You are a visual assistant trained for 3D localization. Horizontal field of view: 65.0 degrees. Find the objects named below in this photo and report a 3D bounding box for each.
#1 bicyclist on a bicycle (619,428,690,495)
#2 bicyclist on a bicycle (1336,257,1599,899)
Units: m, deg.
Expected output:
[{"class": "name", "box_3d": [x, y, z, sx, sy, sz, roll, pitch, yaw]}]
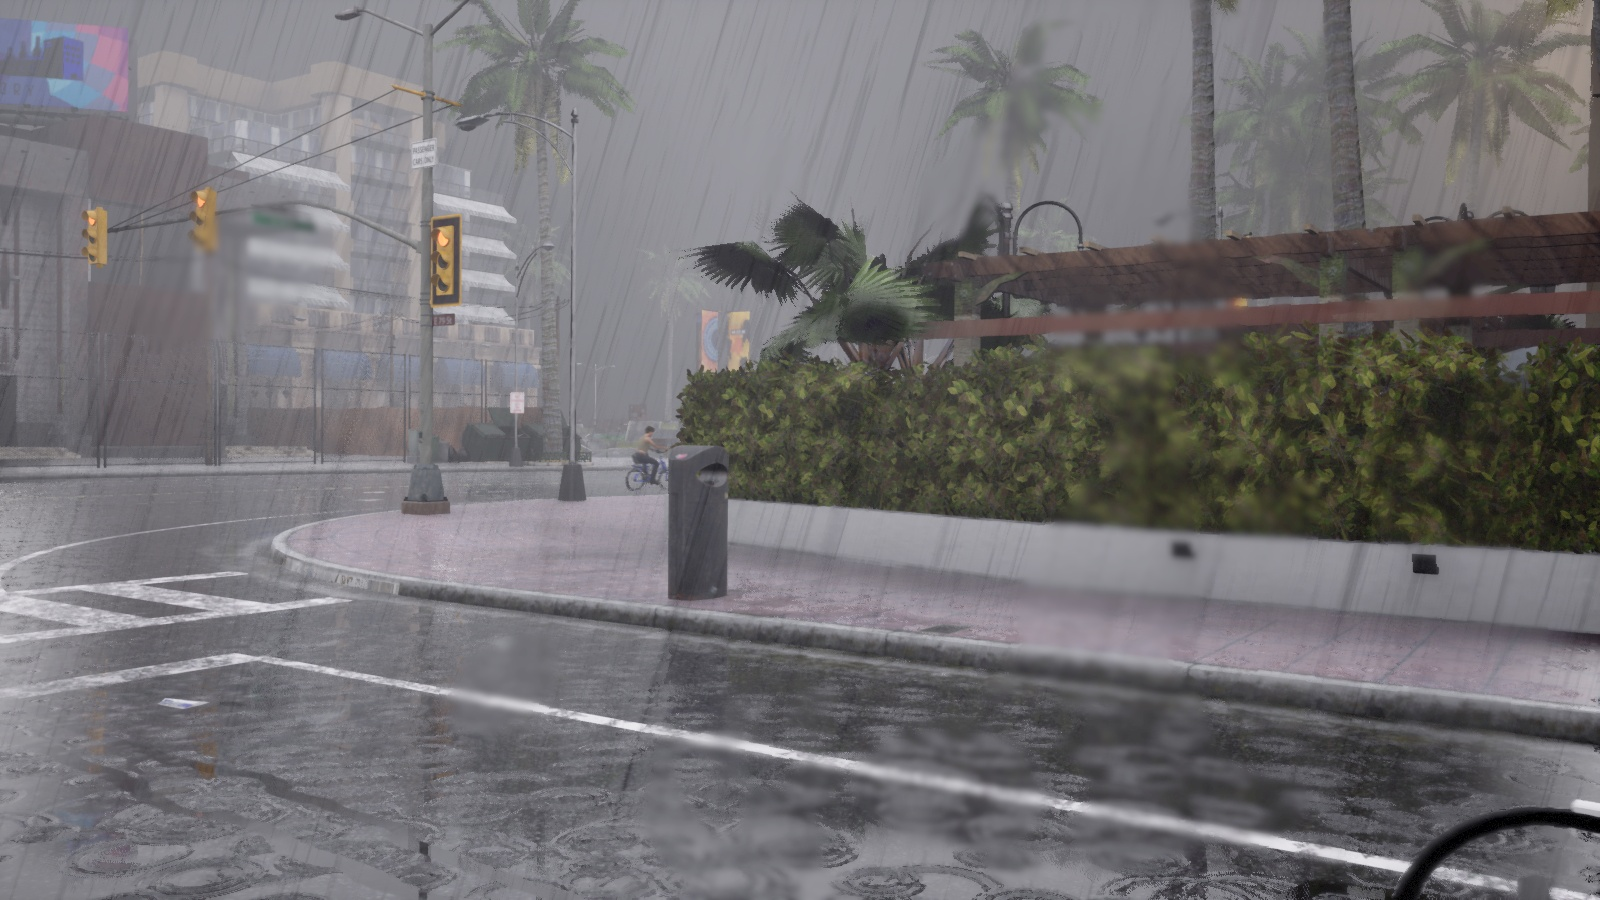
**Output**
[{"class": "bicyclist on a bicycle", "box_3d": [-3.607, 0.275, 31.135, 1.509, 1.612, 0.866, -1, 1, -39]}, {"class": "bicyclist on a bicycle", "box_3d": [2.028, 0.550, 2.267, 1.843, 1.776, 0.659, 2, 2, 34]}]
